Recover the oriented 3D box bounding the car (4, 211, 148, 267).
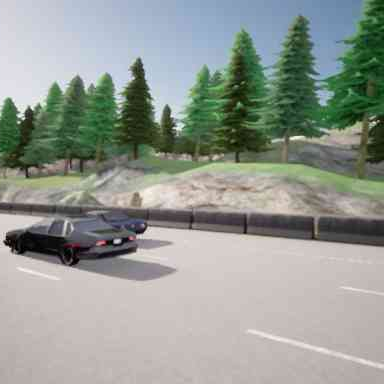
[{"bbox_3d":[-4.256,1.499,11.323,5.357,1.411,2.033,0,0,35],"label":"car"}]
